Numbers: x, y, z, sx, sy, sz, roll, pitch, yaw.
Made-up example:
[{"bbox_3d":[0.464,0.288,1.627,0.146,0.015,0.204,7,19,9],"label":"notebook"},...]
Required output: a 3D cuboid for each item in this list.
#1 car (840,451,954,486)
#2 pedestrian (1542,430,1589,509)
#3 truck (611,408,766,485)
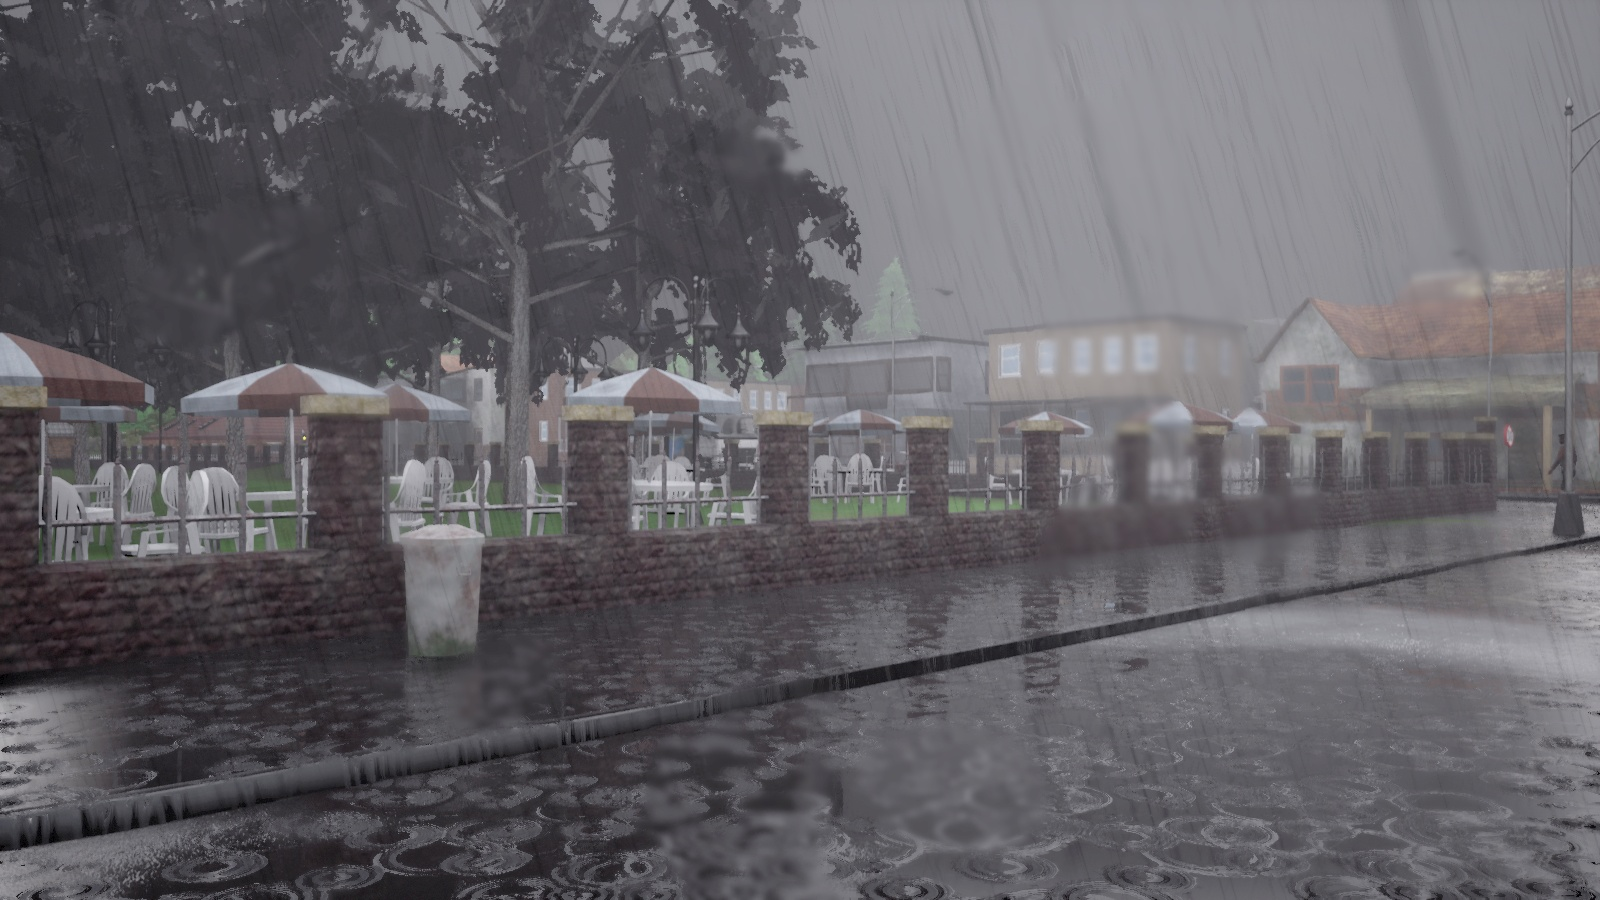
[{"bbox_3d":[4.299,0.797,55.921,4.792,1.488,2.163,0,0,45],"label":"car"},{"bbox_3d":[17.703,0.442,29.045,0.328,1.805,0.869,0,0,-29],"label":"pedestrian"},{"bbox_3d":[-5.423,-0.156,59.847,7.936,3.462,2.891,0,0,45],"label":"truck"}]
